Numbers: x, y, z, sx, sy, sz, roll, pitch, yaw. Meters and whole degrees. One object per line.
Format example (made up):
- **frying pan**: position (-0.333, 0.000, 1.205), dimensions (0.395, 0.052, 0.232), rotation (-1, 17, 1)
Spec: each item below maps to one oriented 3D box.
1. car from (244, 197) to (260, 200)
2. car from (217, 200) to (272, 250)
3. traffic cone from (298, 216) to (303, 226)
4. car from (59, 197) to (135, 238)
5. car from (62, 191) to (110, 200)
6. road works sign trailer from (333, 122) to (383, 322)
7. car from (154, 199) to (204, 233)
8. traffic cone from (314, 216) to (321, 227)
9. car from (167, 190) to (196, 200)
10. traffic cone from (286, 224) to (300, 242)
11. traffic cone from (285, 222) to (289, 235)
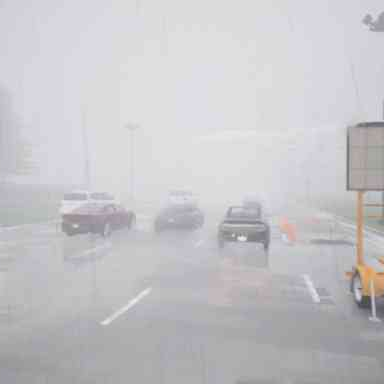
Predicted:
- **car**: position (5.349, 1.134, 29.691), dimensions (1.812, 1.442, 4.674), rotation (0, 1, 11)
- **car**: position (2.165, 1.312, 13.498), dimensions (2.128, 1.511, 4.902), rotation (0, 1, 11)
- **traffic cone**: position (6.358, 1.700, 19.630), dimensions (0.340, 0.580, 0.340), rotation (0, 1, 11)
- **car**: position (-4.422, 1.248, 16.512), dimensions (1.882, 1.535, 5.008), rotation (0, 1, 12)
- **car**: position (-6.730, 0.909, 22.627), dimensions (2.150, 2.045, 5.566), rotation (0, 1, 11)
- **road works sign trailer**: position (4.342, 0.378, 6.760), dimensions (2.380, 3.560, 2.880), rotation (0, 1, 11)
- **car**: position (-0.578, 1.321, 17.952), dimensions (1.994, 1.385, 4.181), rotation (0, 1, 12)
- **traffic cone**: position (7.340, 1.704, 19.438), dimensions (0.340, 0.580, 0.340), rotation (0, 1, 11)
- **car**: position (-0.962, 0.765, 33.836), dimensions (2.150, 2.045, 5.566), rotation (0, 1, 11)
- **traffic cone**: position (4.224, 1.773, 13.934), dimensions (0.340, 0.580, 0.340), rotation (0, 1, 11)
- **traffic cone**: position (4.608, 1.748, 15.897), dimensions (0.340, 0.580, 0.340), rotation (0, 1, 11)
